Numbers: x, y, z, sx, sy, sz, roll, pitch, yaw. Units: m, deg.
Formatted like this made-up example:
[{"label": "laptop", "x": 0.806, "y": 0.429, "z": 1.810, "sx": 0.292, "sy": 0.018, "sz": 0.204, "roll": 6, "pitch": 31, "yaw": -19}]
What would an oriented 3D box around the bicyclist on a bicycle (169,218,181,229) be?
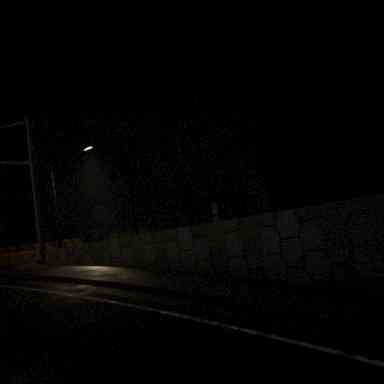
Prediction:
[{"label": "bicyclist on a bicycle", "x": -1.343, "y": 2.913, "z": 27.281, "sx": 1.656, "sy": 1.620, "sz": 0.582, "roll": -14, "pitch": -8, "yaw": 35}]
